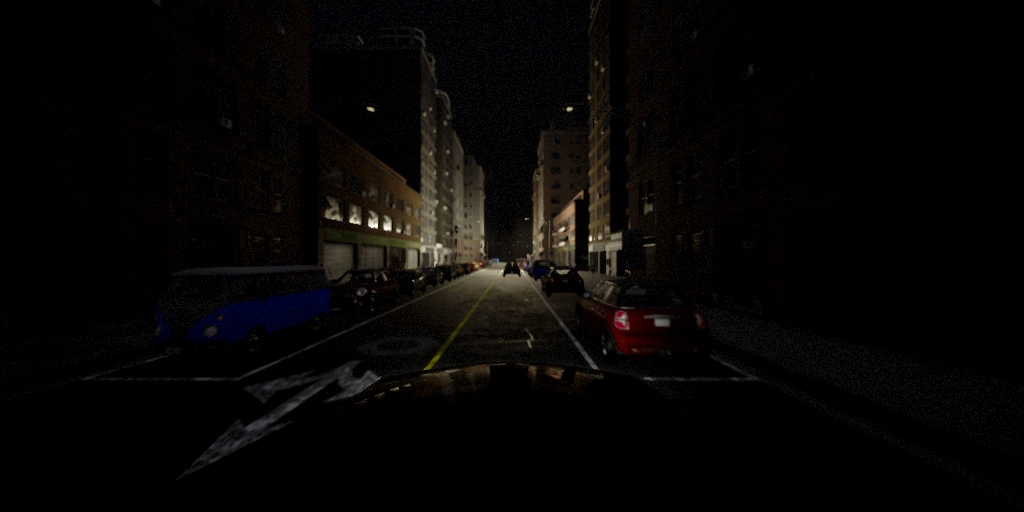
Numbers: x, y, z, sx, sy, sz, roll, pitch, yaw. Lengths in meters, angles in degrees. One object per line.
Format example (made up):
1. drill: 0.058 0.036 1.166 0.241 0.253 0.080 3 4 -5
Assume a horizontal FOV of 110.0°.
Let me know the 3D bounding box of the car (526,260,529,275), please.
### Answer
1. car: 2.666 1.442 36.816 1.751 1.417 4.829 0 0 0

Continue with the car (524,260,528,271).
1. car: 2.666 1.493 42.315 2.007 1.370 4.403 0 0 0

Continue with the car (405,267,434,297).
1. car: -5.858 1.404 19.634 1.948 1.339 4.313 0 0 0

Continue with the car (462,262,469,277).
1. car: -5.859 1.443 36.468 1.751 1.417 4.829 0 0 0

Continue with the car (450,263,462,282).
1. car: -5.859 1.457 30.970 1.948 1.339 4.313 0 0 0

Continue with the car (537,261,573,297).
1. car: 2.668 1.276 19.638 1.967 1.591 4.097 0 0 0

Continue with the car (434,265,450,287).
1. car: -5.858 1.447 25.302 1.802 1.307 4.207 0 0 0

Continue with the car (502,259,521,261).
1. car: 0.002 1.520 49.033 2.033 1.411 5.357 0 0 0

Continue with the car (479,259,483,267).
1. car: -5.861 1.519 53.473 1.751 1.417 4.829 0 0 0

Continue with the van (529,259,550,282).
1. van: 2.667 1.231 30.977 1.690 1.789 3.998 0 0 0

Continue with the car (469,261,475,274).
1. car: -5.860 1.509 42.307 1.948 1.339 4.313 0 0 0

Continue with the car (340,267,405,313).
1. car: -5.857 1.250 13.965 1.967 1.591 4.097 0 0 0

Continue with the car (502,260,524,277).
1. car: -0.002 1.450 38.279 1.812 1.442 4.674 0 0 0

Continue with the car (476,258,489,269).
1. car: -5.862 1.357 64.980 2.192 1.841 5.009 0 0 0

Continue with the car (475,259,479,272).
1. car: -5.860 1.513 47.974 1.888 1.381 4.507 0 0 0

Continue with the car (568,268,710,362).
1. car: 2.669 1.222 8.300 1.967 1.591 4.097 0 0 0

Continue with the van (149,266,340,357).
1. van: -5.857 1.124 8.297 1.690 1.789 3.998 0 0 0

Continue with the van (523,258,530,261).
1. van: 2.665 1.308 47.985 1.690 1.789 3.998 0 0 0

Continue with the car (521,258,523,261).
1. car: 2.665 1.432 53.654 1.967 1.591 4.097 0 0 0
